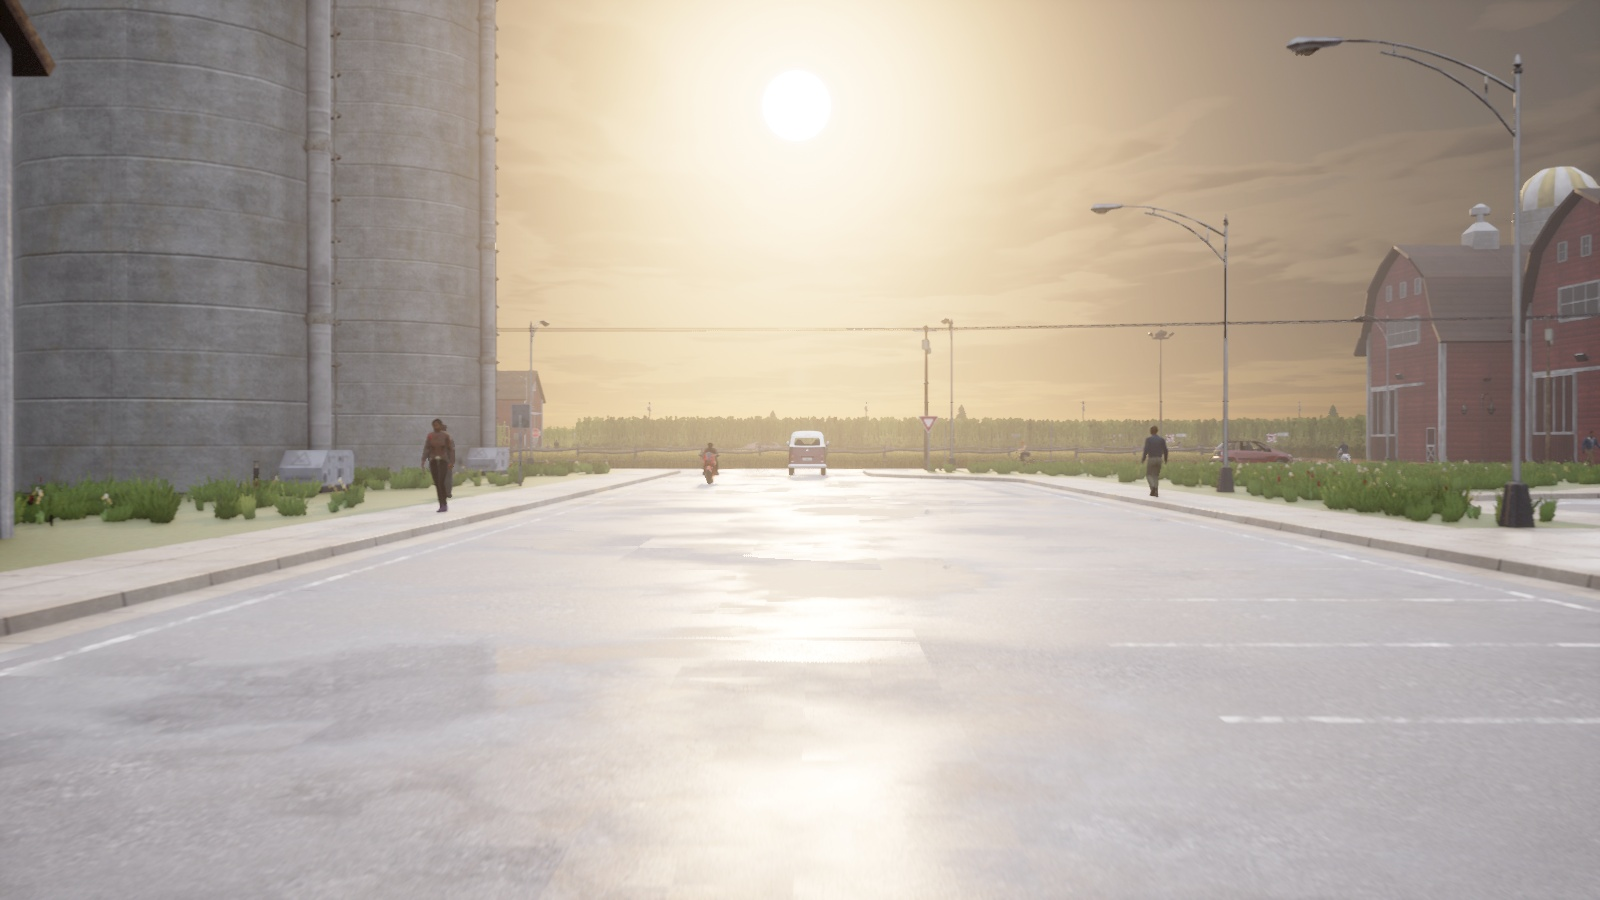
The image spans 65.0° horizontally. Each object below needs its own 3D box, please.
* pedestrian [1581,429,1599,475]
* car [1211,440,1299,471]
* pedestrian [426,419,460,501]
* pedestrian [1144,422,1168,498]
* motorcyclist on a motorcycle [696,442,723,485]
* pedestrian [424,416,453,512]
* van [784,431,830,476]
[{"bbox_3d":[34.206,0.081,54.243,0.423,1.949,0.788,0,0,-6],"label":"pedestrian"},{"bbox_3d":[24.001,0.290,66.300,3.988,1.617,1.851,0,0,2],"label":"car"},{"bbox_3d":[-8.296,0.230,29.185,0.563,1.883,0.849,0,0,-1],"label":"pedestrian"},{"bbox_3d":[8.635,0.237,30.499,0.370,1.835,0.726,0,0,-1],"label":"pedestrian"},{"bbox_3d":[-3.228,0.472,44.988,0.797,1.523,2.044,0,0,0],"label":"motorcyclist on a motorcycle"},{"bbox_3d":[-6.871,0.262,23.892,0.328,1.805,0.869,0,0,-2],"label":"pedestrian"},{"bbox_3d":[0.366,0.137,58.956,2.069,2.038,4.480,0,0,1],"label":"van"}]
